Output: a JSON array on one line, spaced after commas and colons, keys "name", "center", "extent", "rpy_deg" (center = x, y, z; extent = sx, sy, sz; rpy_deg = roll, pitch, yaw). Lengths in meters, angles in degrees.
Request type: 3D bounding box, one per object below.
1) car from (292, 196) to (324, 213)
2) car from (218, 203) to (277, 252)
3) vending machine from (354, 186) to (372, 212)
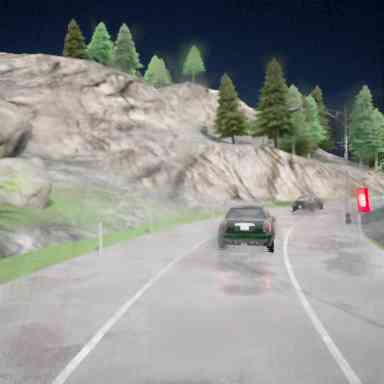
[{"name": "car", "center": [10.822, 1.086, 31.046], "extent": [1.812, 1.442, 4.674], "rpy_deg": [-2, 1, 36]}, {"name": "car", "center": [2.465, 1.292, 14.069], "extent": [2.097, 1.767, 4.553], "rpy_deg": [0, 1, 15]}, {"name": "vending machine", "center": [14.656, 0.651, 28.489], "extent": [1.100, 2.100, 0.880], "rpy_deg": [-6, -6, 36]}]
